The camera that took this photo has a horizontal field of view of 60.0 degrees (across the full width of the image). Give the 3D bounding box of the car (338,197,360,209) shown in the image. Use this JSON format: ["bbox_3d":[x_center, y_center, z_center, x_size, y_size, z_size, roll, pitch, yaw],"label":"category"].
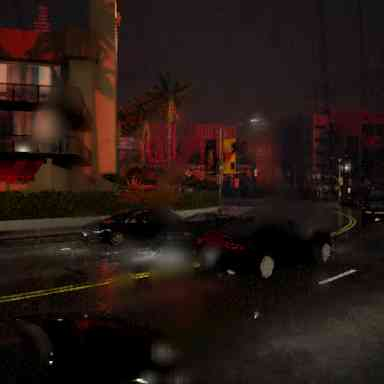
[{"bbox_3d":[21.550,1.471,44.895,2.128,1.511,4.902,0,0,-1],"label":"car"}]

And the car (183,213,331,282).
[{"bbox_3d":[2.324,1.472,9.928,5.008,1.535,1.882,0,0,-41],"label":"car"}]

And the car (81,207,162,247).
[{"bbox_3d":[-2.567,1.493,15.179,4.892,1.490,1.837,0,1,-43],"label":"car"}]

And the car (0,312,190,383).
[{"bbox_3d":[-2.226,1.490,1.906,4.902,1.511,2.128,0,0,-35],"label":"car"}]

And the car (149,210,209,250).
[{"bbox_3d":[0.642,1.555,13.462,4.181,1.385,1.994,0,0,-44],"label":"car"}]

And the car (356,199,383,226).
[{"bbox_3d":[12.668,1.484,22.681,2.128,1.511,4.902,0,0,30],"label":"car"}]
